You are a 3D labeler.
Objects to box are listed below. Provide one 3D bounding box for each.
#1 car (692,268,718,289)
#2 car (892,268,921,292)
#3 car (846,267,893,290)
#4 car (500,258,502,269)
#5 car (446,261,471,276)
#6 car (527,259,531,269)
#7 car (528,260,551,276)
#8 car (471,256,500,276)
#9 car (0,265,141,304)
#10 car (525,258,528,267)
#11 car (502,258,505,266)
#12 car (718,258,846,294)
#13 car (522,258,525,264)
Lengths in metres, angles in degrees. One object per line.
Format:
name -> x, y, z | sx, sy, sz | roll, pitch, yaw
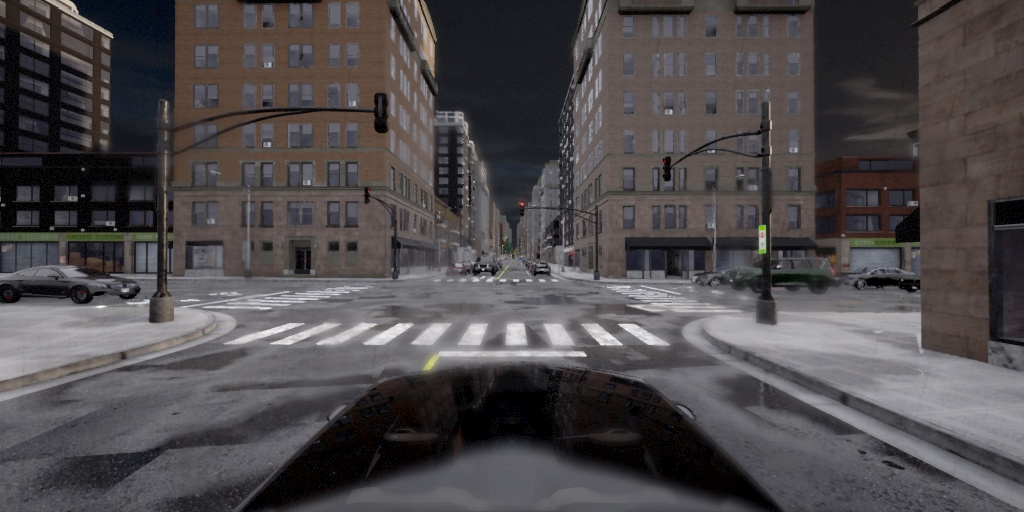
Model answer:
car -> 14.824, 1.402, 24.245 | 4.902, 1.511, 2.128 | 0, -1, 2
car -> 25.716, 1.551, 20.933 | 4.718, 1.301, 1.895 | 0, -1, 0
car -> 24.229, 1.464, 24.189 | 4.902, 1.511, 2.128 | 0, -1, 0
car -> -2.661, 1.258, 47.914 | 1.837, 1.490, 4.892 | 0, 0, 1
car -> -5.561, 1.336, 36.319 | 1.802, 1.307, 4.207 | 0, 0, 1
car -> 3.033, 1.298, 41.749 | 1.888, 1.381, 4.507 | 0, 0, 1
car -> 2.965, 1.319, 36.219 | 1.948, 1.339, 4.313 | 0, 0, 1
car -> -2.784, 0.976, 37.826 | 2.150, 2.045, 5.566 | 0, 0, 1
car -> -17.929, 1.106, 14.506 | 4.674, 1.442, 1.812 | 0, -1, 1
car -> 3.100, 1.303, 47.279 | 2.007, 1.370, 4.403 | 0, 0, 1
car -> -2.525, 1.353, 58.170 | 1.895, 1.301, 4.718 | 0, 0, 1
car -> 15.614, 1.105, 20.998 | 5.566, 2.045, 2.150 | 0, -1, 0
car -> 3.303, 1.316, 63.870 | 1.948, 1.339, 4.313 | 0, 0, 1
